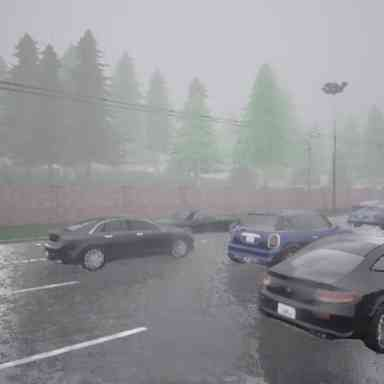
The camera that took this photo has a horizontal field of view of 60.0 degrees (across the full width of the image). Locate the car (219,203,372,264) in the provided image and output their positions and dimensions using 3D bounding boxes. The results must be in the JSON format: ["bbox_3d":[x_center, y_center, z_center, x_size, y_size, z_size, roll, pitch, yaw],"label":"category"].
[{"bbox_3d":[3.345,1.331,10.449,4.553,1.767,2.097,0,0,-35],"label":"car"}]

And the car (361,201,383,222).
[{"bbox_3d":[11.888,1.497,20.840,5.357,1.411,2.033,0,0,-35],"label":"car"}]

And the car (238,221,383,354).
[{"bbox_3d":[3.223,1.511,6.072,4.674,1.442,1.812,0,0,-35],"label":"car"}]

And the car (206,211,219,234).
[{"bbox_3d":[0.392,1.577,16.932,4.718,1.301,1.895,0,0,-35],"label":"car"}]

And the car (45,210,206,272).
[{"bbox_3d":[-2.134,1.496,10.859,4.892,1.490,1.837,-1,0,-35],"label":"car"}]
